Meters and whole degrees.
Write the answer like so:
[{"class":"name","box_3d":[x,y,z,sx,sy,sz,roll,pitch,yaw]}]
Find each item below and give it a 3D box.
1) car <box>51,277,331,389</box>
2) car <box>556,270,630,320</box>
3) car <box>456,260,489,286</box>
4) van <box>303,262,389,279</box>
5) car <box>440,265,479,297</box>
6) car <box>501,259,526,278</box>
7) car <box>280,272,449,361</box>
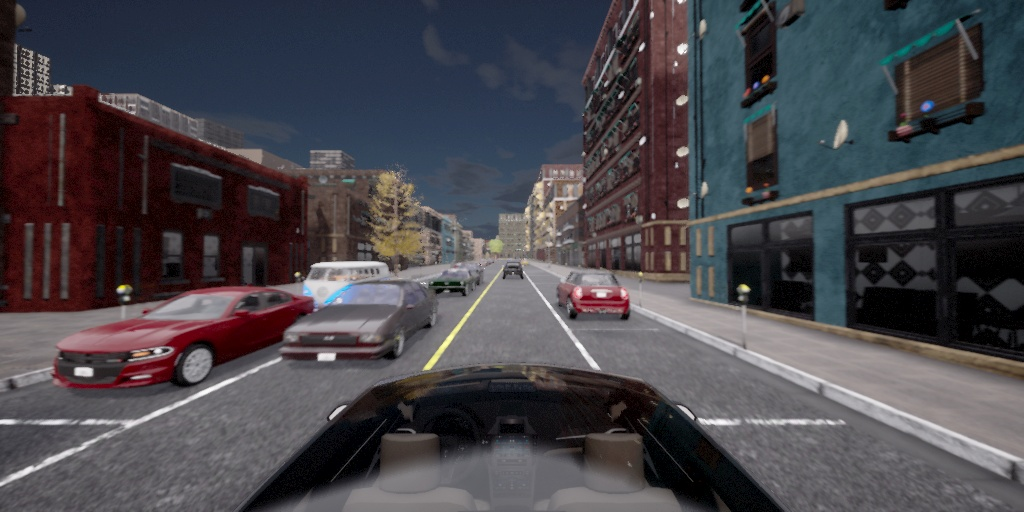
[{"class":"car","box_3d":[-5.692,1.296,7.006,1.888,1.381,4.507,0,0,0]},{"class":"car","box_3d":[2.688,1.193,12.756,1.967,1.591,4.097,0,0,0]},{"class":"car","box_3d":[-3.007,1.257,25.384,2.128,1.511,4.902,0,0,0]},{"class":"van","box_3d":[-5.693,1.093,12.693,1.690,1.789,3.998,0,0,0]},{"class":"car","box_3d":[-3.078,1.356,19.148,1.895,1.301,4.718,0,0,0]},{"class":"car","box_3d":[0.091,1.264,33.620,1.837,1.490,4.892,0,0,0]},{"class":"car","box_3d":[-3.089,1.299,8.645,2.033,1.411,5.357,0,0,0]}]
